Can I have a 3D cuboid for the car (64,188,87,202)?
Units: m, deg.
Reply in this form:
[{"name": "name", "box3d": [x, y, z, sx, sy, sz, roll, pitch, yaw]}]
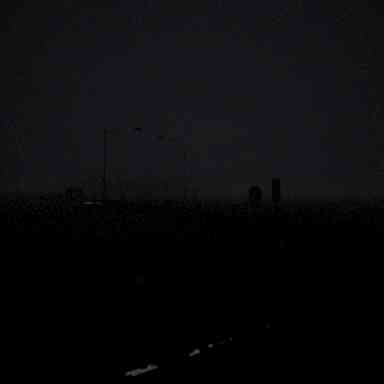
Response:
[{"name": "car", "box3d": [-17.850, 0.393, 50.743, 2.150, 2.045, 5.566, 1, 1, -34]}]
